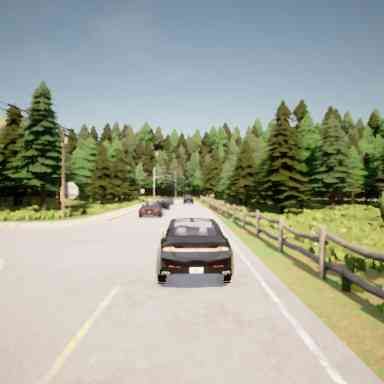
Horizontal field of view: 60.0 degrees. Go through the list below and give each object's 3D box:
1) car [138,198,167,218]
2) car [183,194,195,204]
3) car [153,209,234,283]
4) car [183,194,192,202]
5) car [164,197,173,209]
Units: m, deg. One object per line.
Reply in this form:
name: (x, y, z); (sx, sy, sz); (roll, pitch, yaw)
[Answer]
car: (-3.616, 1.523, 30.021); (1.994, 1.385, 4.181); (0, 0, 0)
car: (-0.646, 1.450, 61.361); (1.812, 1.442, 4.674); (0, 0, -2)
car: (-0.003, 1.479, 9.609); (2.128, 1.511, 4.902); (0, 0, -2)
car: (-0.931, 1.278, 71.659); (1.837, 1.490, 4.892); (0, 0, -2)
car: (-3.690, 1.545, 41.502); (1.895, 1.301, 4.718); (0, 0, -1)
